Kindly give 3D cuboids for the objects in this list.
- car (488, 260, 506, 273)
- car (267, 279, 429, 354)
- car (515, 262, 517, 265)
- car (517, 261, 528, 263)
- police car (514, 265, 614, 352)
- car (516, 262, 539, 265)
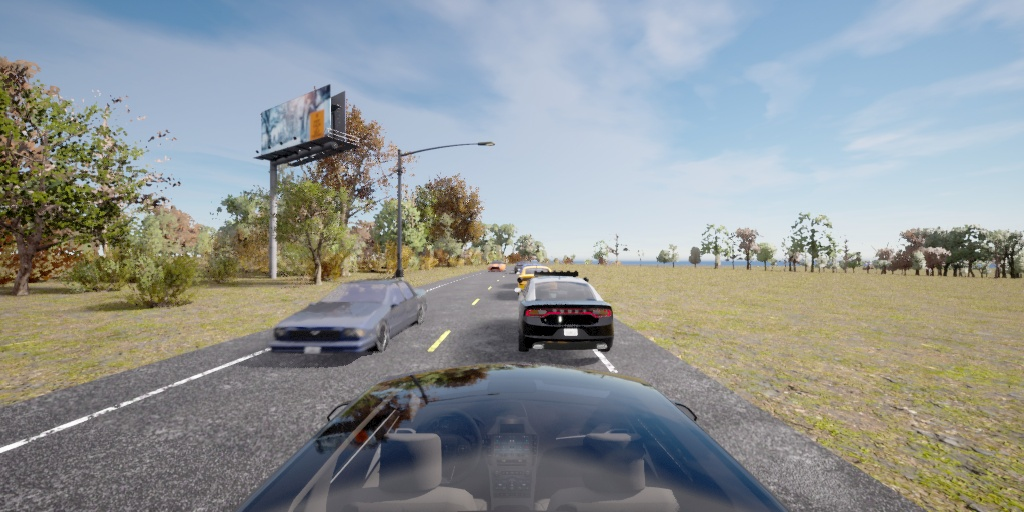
[{"bbox_3d":[-2.075,1.357,49.382,2.097,1.767,4.553,0,0,4],"label":"car"},{"bbox_3d":[-3.543,1.306,9.086,2.033,1.411,5.357,0,0,1],"label":"car"},{"bbox_3d":[1.329,1.466,45.898,2.128,1.511,4.902,0,0,4],"label":"car"},{"bbox_3d":[1.425,1.295,24.912,1.882,1.535,5.008,0,0,2],"label":"car"},{"bbox_3d":[1.093,1.184,9.079,1.930,1.638,5.238,0,0,1],"label":"police car"},{"bbox_3d":[1.263,1.267,18.934,1.882,1.535,5.008,0,0,1],"label":"car"}]
